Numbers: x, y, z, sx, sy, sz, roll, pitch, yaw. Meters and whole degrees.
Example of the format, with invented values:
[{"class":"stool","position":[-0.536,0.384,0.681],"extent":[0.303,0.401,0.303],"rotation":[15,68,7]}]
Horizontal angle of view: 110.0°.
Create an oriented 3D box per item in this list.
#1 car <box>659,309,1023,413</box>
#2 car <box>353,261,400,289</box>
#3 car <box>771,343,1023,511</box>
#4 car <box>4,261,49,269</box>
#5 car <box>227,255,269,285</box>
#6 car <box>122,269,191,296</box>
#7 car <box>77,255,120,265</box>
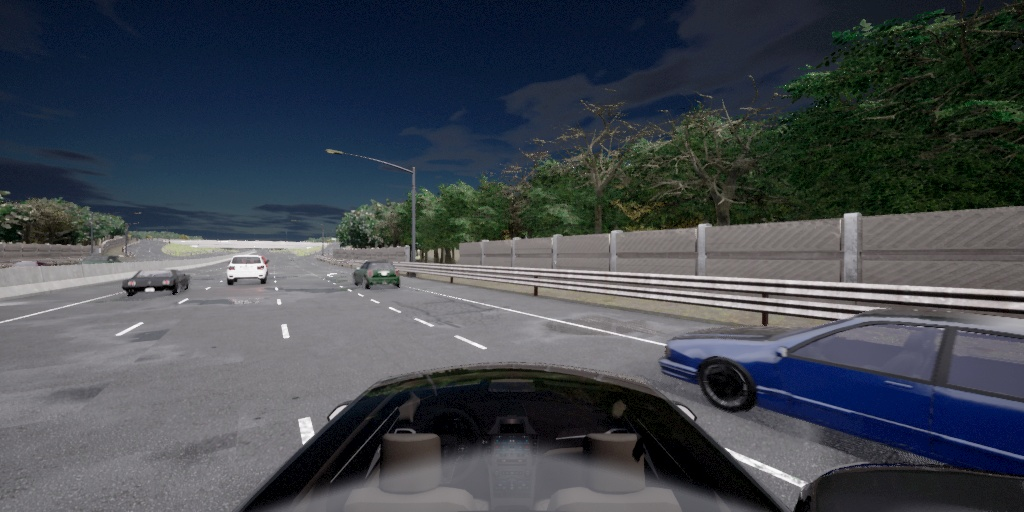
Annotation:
[{"class":"car","position":[4.384,1.298,3.723],"extent":[2.033,1.411,5.357],"rotation":[0,0,-34]},{"class":"car","position":[-8.866,1.095,23.288],"extent":[2.097,1.767,4.553],"rotation":[0,0,-34]},{"class":"car","position":[2.985,1.315,0.487],"extent":[4.181,1.385,1.994],"rotation":[0,0,34]},{"class":"car","position":[-45.653,1.236,33.863],"extent":[1.812,1.442,4.674],"rotation":[0,0,-34]},{"class":"car","position":[-19.278,0.957,26.233],"extent":[2.150,2.045,5.566],"rotation":[0,0,-34]},{"class":"car","position":[-18.751,1.341,19.170],"extent":[1.895,1.301,4.718],"rotation":[0,0,-34]},{"class":"car","position":[-44.872,0.929,39.020],"extent":[2.150,2.045,5.566],"rotation":[0,0,-33]}]
